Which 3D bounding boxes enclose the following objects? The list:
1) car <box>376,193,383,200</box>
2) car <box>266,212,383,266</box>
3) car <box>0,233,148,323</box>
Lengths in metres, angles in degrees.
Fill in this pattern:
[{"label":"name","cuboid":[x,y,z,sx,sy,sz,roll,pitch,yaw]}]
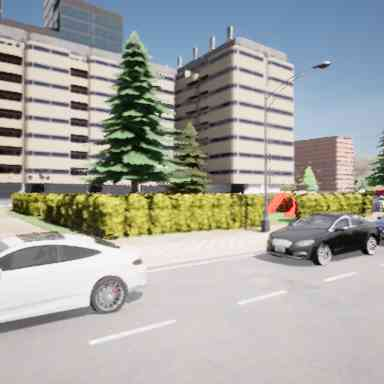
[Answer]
[{"label":"car","cuboid":[48.383,1.408,81.896,1.970,1.475,3.806,0,0,-36]},{"label":"car","cuboid":[4.689,1.494,11.634,4.902,1.511,2.128,0,0,-35]},{"label":"car","cuboid":[-3.076,1.527,6.085,4.674,1.442,1.812,0,0,-36]}]
